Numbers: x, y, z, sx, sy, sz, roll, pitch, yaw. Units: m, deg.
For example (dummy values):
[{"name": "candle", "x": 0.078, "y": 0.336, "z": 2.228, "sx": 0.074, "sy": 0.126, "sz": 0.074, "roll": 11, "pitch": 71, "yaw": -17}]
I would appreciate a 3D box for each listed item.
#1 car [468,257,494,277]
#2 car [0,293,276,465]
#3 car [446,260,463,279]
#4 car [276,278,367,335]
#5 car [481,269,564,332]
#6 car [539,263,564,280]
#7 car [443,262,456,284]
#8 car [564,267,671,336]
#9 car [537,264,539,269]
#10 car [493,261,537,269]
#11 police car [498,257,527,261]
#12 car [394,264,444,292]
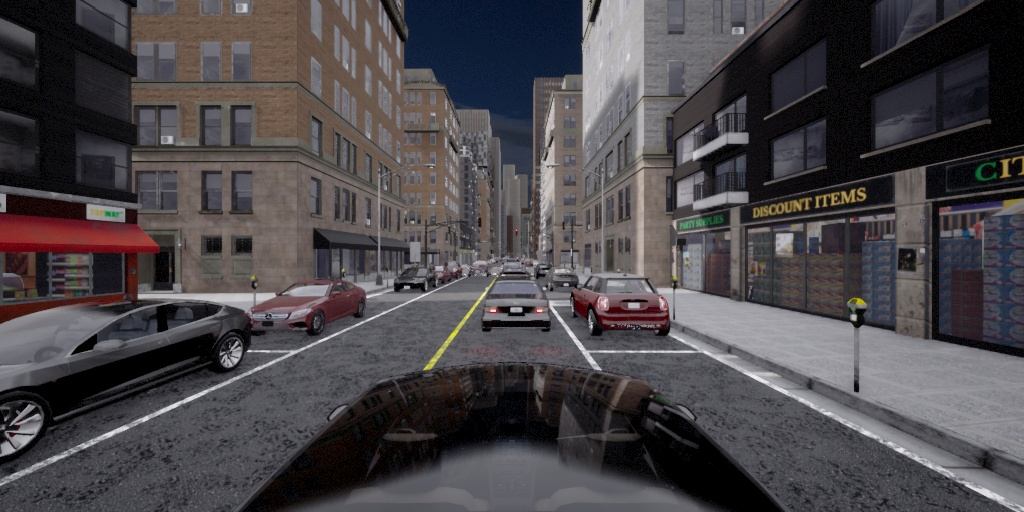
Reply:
[{"name": "car", "x": -2.920, "y": 1.083, "z": 33.165, "sx": 1.812, "sy": 1.442, "sz": 4.674, "roll": 0, "pitch": 0, "yaw": 0}, {"name": "car", "x": -5.664, "y": 1.315, "z": 4.892, "sx": 1.948, "sy": 1.339, "sz": 4.313, "roll": 0, "pitch": 0, "yaw": 0}, {"name": "car", "x": -5.590, "y": 1.192, "z": 32.399, "sx": 1.967, "sy": 1.591, "sz": 4.097, "roll": 0, "pitch": 0, "yaw": 0}, {"name": "car", "x": -5.649, "y": 1.331, "z": 10.394, "sx": 1.802, "sy": 1.307, "sz": 4.207, "roll": 0, "pitch": 0, "yaw": 0}, {"name": "car", "x": 0.118, "y": 1.297, "z": 10.844, "sx": 2.033, "sy": 1.411, "sz": 5.357, "roll": 0, "pitch": 0, "yaw": 0}, {"name": "car", "x": 2.906, "y": 1.301, "z": 21.373, "sx": 2.007, "sy": 1.370, "sz": 4.403, "roll": 0, "pitch": 0, "yaw": 0}, {"name": "car", "x": -5.605, "y": 1.333, "z": 26.897, "sx": 1.802, "sy": 1.307, "sz": 4.207, "roll": 0, "pitch": 0, "yaw": 0}, {"name": "car", "x": 2.877, "y": 1.189, "z": 10.371, "sx": 1.967, "sy": 1.591, "sz": 4.097, "roll": 0, "pitch": 0, "yaw": 0}, {"name": "car", "x": 2.935, "y": 1.319, "z": 32.376, "sx": 1.948, "sy": 1.339, "sz": 4.313, "roll": 0, "pitch": 0, "yaw": 0}, {"name": "car", "x": 0.148, "y": 1.242, "z": 21.367, "sx": 2.128, "sy": 1.511, "sz": 4.902, "roll": 0, "pitch": 0, "yaw": 0}, {"name": "police car", "x": 0.074, "y": 1.178, "z": 31.386, "sx": 1.930, "sy": 1.638, "sz": 5.238, "roll": 0, "pitch": 0, "yaw": 0}, {"name": "car", "x": -5.620, "y": 1.316, "z": 21.396, "sx": 1.948, "sy": 1.339, "sz": 4.313, "roll": 0, "pitch": 0, "yaw": 0}]
